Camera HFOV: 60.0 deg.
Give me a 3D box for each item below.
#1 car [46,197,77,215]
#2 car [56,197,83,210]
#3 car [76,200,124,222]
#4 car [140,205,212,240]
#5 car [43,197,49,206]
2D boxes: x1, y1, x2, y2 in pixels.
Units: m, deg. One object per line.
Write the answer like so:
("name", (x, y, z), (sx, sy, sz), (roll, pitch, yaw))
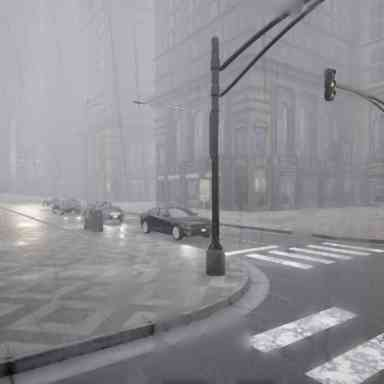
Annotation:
("car", (-12.981, 1.518, 34.109), (2.033, 1.411, 5.357), (0, 0, -35))
("car", (-16.367, 1.489, 44.280), (2.033, 1.411, 5.357), (0, 0, -35))
("car", (-6.836, 1.480, 25.476), (2.128, 1.511, 4.902), (0, 0, -35))
("car", (-0.924, 1.470, 17.187), (1.882, 1.535, 5.008), (0, 0, -36))
("car", (-22.005, 1.446, 52.096), (1.812, 1.442, 4.674), (0, 0, -35))
